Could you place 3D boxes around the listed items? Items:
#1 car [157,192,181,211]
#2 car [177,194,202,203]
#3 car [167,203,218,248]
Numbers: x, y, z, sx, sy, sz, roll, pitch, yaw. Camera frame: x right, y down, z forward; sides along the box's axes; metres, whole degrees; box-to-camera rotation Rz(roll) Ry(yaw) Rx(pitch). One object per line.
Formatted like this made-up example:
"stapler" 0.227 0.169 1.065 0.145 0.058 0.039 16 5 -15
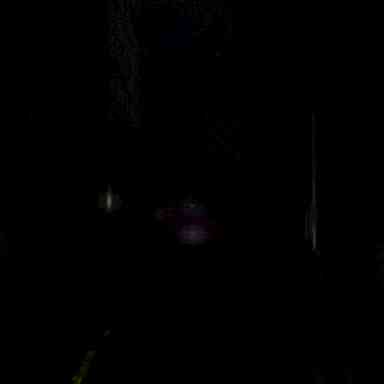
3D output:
"car" -2.817 1.133 39.255 2.150 2.045 5.566 0 0 1
"car" 0.066 1.299 28.362 2.097 1.767 4.553 0 0 0
"car" 0.074 1.459 14.757 1.882 1.535 5.008 0 -1 0
